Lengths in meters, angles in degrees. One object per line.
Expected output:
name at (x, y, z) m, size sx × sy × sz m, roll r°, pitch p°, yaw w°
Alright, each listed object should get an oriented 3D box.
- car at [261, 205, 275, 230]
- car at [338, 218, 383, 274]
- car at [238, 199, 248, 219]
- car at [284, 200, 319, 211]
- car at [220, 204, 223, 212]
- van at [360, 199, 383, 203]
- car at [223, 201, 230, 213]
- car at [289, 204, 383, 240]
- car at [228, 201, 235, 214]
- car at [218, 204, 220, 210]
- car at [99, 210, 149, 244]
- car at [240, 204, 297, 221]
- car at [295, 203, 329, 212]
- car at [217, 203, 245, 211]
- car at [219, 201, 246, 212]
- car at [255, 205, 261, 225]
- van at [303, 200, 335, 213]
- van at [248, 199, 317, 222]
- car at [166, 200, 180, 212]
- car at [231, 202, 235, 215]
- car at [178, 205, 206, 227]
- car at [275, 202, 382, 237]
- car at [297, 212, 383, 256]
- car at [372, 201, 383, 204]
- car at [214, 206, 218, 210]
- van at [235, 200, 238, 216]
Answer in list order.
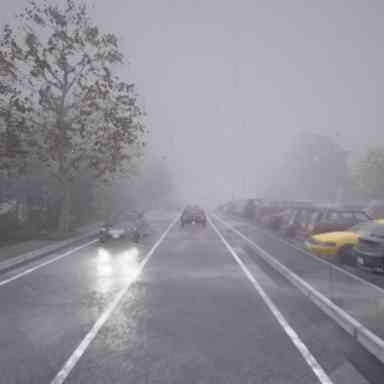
car at (7.049, 1.741, 20.215) m, size 5.008 × 1.535 × 2.097 m, roll 0°, pitch -1°, yaw 0°
car at (7.025, 1.610, 9.111) m, size 4.892 × 1.521 × 2.231 m, roll 0°, pitch -1°, yaw 0°
car at (7.100, 1.589, 28.546) m, size 5.566 × 2.045 × 2.435 m, roll 0°, pitch -1°, yaw 0°
car at (20.249, 2.507, 61.578) m, size 5.566 × 2.045 × 2.435 m, roll 0°, pitch -2°, yaw 0°
car at (7.121, 2.486, 50.723) m, size 4.674 × 1.452 × 2.002 m, roll 0°, pitch -2°, yaw 0°
van at (20.046, 1.749, 33.890) m, size 4.442 × 1.987 × 1.878 m, roll 0°, pitch -2°, yaw 0°
car at (7.112, 2.291, 45.174) m, size 5.008 × 1.535 × 2.097 m, roll 0°, pitch -2°, yaw 0°
car at (7.011, 1.549, 14.664) m, size 4.553 × 1.767 × 2.185 m, roll 0°, pitch -1°, yaw 0°
car at (7.065, 2.165, 39.624) m, size 4.792 × 1.488 × 2.163 m, roll 0°, pitch -2°, yaw 0°
car at (7.154, 2.554, 53.498) m, size 4.792 × 1.488 × 2.163 m, roll 0°, pitch -2°, yaw 0°
car at (-3.344, 1.705, 17.097) m, size 2.128 × 1.511 × 4.902 m, roll 0°, pitch -1°, yaw 0°
car at (7.107, 1.932, 31.291) m, size 4.792 × 1.488 × 2.163 m, roll 0°, pitch -1°, yaw 0°
car at (20.203, 2.596, 56.037) m, size 4.892 × 1.521 × 2.231 m, roll 0°, pitch -2°, yaw 0°
car at (7.149, 2.767, 61.820) m, size 5.008 × 1.535 × 2.097 m, roll 0°, pitch -2°, yaw 0°
car at (7.168, 2.556, 59.048) m, size 4.553 × 1.767 × 2.185 m, roll 0°, pitch -2°, yaw 0°
car at (7.063, 1.814, 22.990) m, size 4.674 × 1.452 × 2.002 m, roll 0°, pitch -1°, yaw 0°
van at (20.321, 2.292, 53.273) m, size 4.442 × 1.987 × 1.878 m, roll 0°, pitch -2°, yaw 0°
van at (6.949, 1.581, 25.770) m, size 4.442 × 1.987 × 1.878 m, roll 0°, pitch -1°, yaw 0°
car at (-3.235, 2.419, 58.743) m, size 2.150 × 2.045 × 5.566 m, roll 0°, pitch -2°, yaw 1°
car at (7.092, 2.098, 36.847) m, size 4.674 × 1.452 × 2.002 m, roll 0°, pitch -2°, yaw 0°
car at (0.110, 1.968, 26.088) m, size 1.895 × 1.301 × 4.718 m, roll 0°, pitch -1°, yaw 0°
car at (7.017, 1.582, 17.440) m, size 4.553 × 1.767 × 2.185 m, roll 0°, pitch -1°, yaw 0°
car at (6.851, 1.639, 11.887) m, size 5.366 × 1.575 × 1.946 m, roll 0°, pitch -1°, yaw 0°
car at (20.162, 1.897, 31.115) m, size 5.008 × 1.535 × 2.097 m, roll 0°, pitch -2°, yaw 0°
car at (7.102, 2.350, 56.281) m, size 5.566 × 2.045 × 2.435 m, roll 0°, pitch -2°, yaw 0°
van at (6.967, 1.754, 34.080) m, size 4.442 × 1.987 × 1.878 m, roll 0°, pitch -2°, yaw 0°
